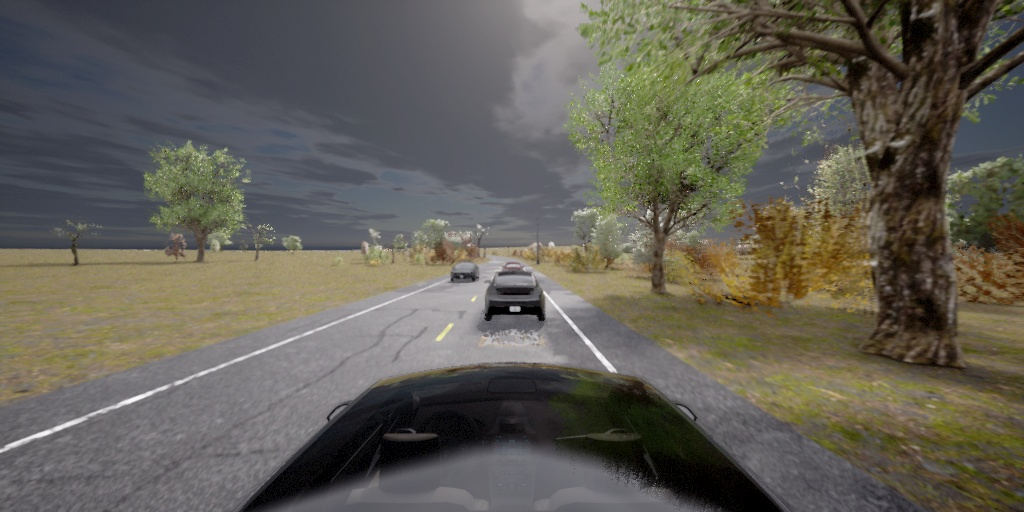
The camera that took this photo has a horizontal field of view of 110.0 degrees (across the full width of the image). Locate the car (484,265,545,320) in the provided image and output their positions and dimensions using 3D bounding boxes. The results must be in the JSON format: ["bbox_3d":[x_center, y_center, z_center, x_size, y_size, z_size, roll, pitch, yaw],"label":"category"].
[{"bbox_3d":[0.084,1.243,12.503,1.837,1.490,4.892,0,0,0],"label":"car"}]

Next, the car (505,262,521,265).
[{"bbox_3d":[0.098,1.233,30.480,1.812,1.442,4.674,0,0,0],"label":"car"}]

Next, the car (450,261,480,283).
[{"bbox_3d":[-3.600,1.189,28.166,1.882,1.535,5.008,0,0,0],"label":"car"}]
